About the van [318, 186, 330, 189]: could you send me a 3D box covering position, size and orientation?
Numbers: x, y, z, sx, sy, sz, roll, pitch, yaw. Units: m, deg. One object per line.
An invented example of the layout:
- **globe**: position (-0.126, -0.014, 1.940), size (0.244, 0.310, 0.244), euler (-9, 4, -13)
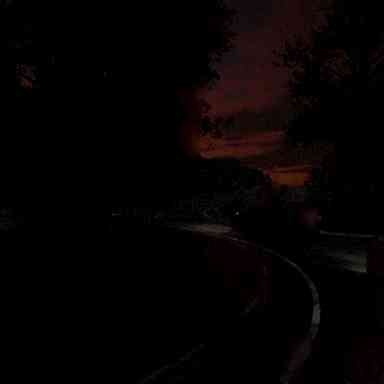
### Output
- **van**: position (32.642, 0.210, 78.204), size (4.442, 1.987, 1.878), euler (1, 2, 17)

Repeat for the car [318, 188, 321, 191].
- **car**: position (31.734, 0.558, 75.589), size (4.674, 1.452, 2.002), euler (1, 2, 17)

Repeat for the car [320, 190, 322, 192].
- **car**: position (30.151, 0.725, 70.269), size (4.674, 1.452, 2.002), euler (1, 2, 17)

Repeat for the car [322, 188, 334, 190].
- **car**: position (29.393, 0.644, 67.595), size (4.553, 1.767, 2.185), euler (1, 2, 17)

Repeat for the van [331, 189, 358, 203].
- **van**: position (24.500, 1.051, 51.684), size (4.442, 1.987, 1.878), euler (1, 2, 17)

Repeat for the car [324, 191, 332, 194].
- **car**: position (26.016, 1.102, 57.028), size (5.366, 1.575, 1.946), euler (1, 2, 17)

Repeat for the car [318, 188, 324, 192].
- **car**: position (30.940, 0.601, 72.927), size (5.008, 1.535, 2.097), euler (1, 2, 17)

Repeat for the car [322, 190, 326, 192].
- **car**: position (28.575, 0.853, 64.948), size (5.008, 1.535, 2.097), euler (1, 2, 17)

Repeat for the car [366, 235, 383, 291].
- **car**: position (4.941, 1.352, 6.627), size (2.097, 1.767, 4.553), euler (1, 0, 20)

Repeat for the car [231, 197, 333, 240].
- **car**: position (4.264, 1.253, 16.739), size (4.553, 1.767, 2.097), euler (2, 0, 36)

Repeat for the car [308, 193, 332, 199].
- **car**: position (17.812, 1.360, 46.653), size (1.837, 1.490, 4.892), euler (1, 1, 13)

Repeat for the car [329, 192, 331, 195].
- **car**: position (25.430, 1.223, 54.307), size (4.792, 1.488, 2.163), euler (1, 2, 17)

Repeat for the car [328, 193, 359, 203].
- **car**: position (27.014, 1.053, 59.626), size (4.792, 1.488, 2.163), euler (1, 2, 17)

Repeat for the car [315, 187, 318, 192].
- **car**: position (34.085, 0.297, 83.571), size (4.792, 1.488, 2.163), euler (1, 2, 17)
